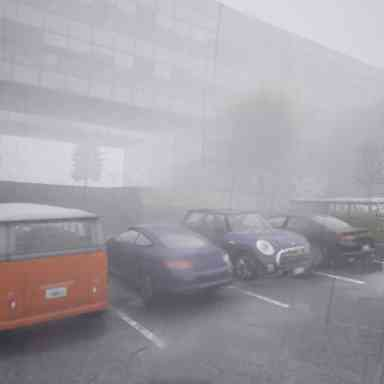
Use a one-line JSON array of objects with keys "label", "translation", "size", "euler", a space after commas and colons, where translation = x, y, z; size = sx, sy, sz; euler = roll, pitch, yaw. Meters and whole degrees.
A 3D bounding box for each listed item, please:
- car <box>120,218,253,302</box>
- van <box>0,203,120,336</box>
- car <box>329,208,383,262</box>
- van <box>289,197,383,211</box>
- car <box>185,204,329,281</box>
[{"label": "car", "translation": [-0.945, 1.500, 8.283], "size": [2.002, 1.452, 4.674], "euler": [0, 0, -35]}, {"label": "van", "translation": [-3.291, 1.249, 6.760], "size": [1.878, 1.987, 4.442], "euler": [0, 0, -35]}, {"label": "car", "translation": [3.508, 1.432, 11.447], "size": [2.097, 1.535, 5.008], "euler": [0, 0, -35]}, {"label": "van", "translation": [5.950, 1.191, 13.047], "size": [1.878, 1.987, 4.442], "euler": [0, 0, -35]}, {"label": "car", "translation": [1.311, 1.320, 9.928], "size": [2.185, 1.767, 4.553], "euler": [0, 0, -35]}]
